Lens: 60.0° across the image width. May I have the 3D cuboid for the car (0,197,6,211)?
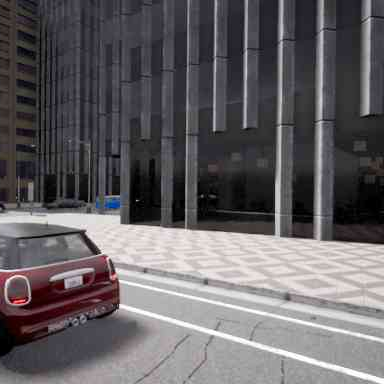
[{"bbox_3d":[-22.981,1.350,36.442,1.967,1.590,4.097,1,1,36],"label":"car"}]

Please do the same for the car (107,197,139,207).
[{"bbox_3d":[-10.185,1.452,49.630,1.812,1.442,4.674,1,1,36],"label":"car"}]

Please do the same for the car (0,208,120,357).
[{"bbox_3d":[-3.485,1.353,6.163,4.553,1.767,2.097,0,0,35],"label":"car"}]

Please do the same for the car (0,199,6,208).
[{"bbox_3d":[-21.552,1.302,33.794,2.097,1.767,4.553,1,1,35],"label":"car"}]

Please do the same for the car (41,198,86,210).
[{"bbox_3d":[-15.963,1.486,41.617,2.033,1.411,5.357,1,1,36],"label":"car"}]

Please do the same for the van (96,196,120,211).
[{"bbox_3d":[-9.698,1.360,40.280,1.690,1.788,3.998,1,1,36],"label":"van"}]
